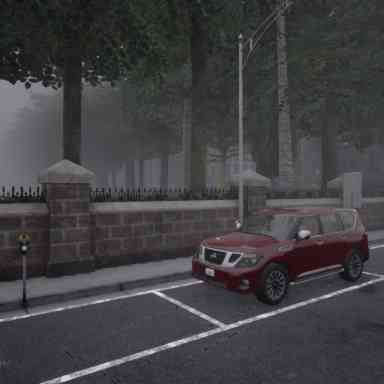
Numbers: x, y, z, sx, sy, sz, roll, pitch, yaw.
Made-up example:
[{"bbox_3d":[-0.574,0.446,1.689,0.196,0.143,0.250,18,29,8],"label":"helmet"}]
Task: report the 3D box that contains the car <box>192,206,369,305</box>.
[{"bbox_3d":[2.411,1.314,8.251,5.009,1.841,2.192,0,0,-35],"label":"car"}]
